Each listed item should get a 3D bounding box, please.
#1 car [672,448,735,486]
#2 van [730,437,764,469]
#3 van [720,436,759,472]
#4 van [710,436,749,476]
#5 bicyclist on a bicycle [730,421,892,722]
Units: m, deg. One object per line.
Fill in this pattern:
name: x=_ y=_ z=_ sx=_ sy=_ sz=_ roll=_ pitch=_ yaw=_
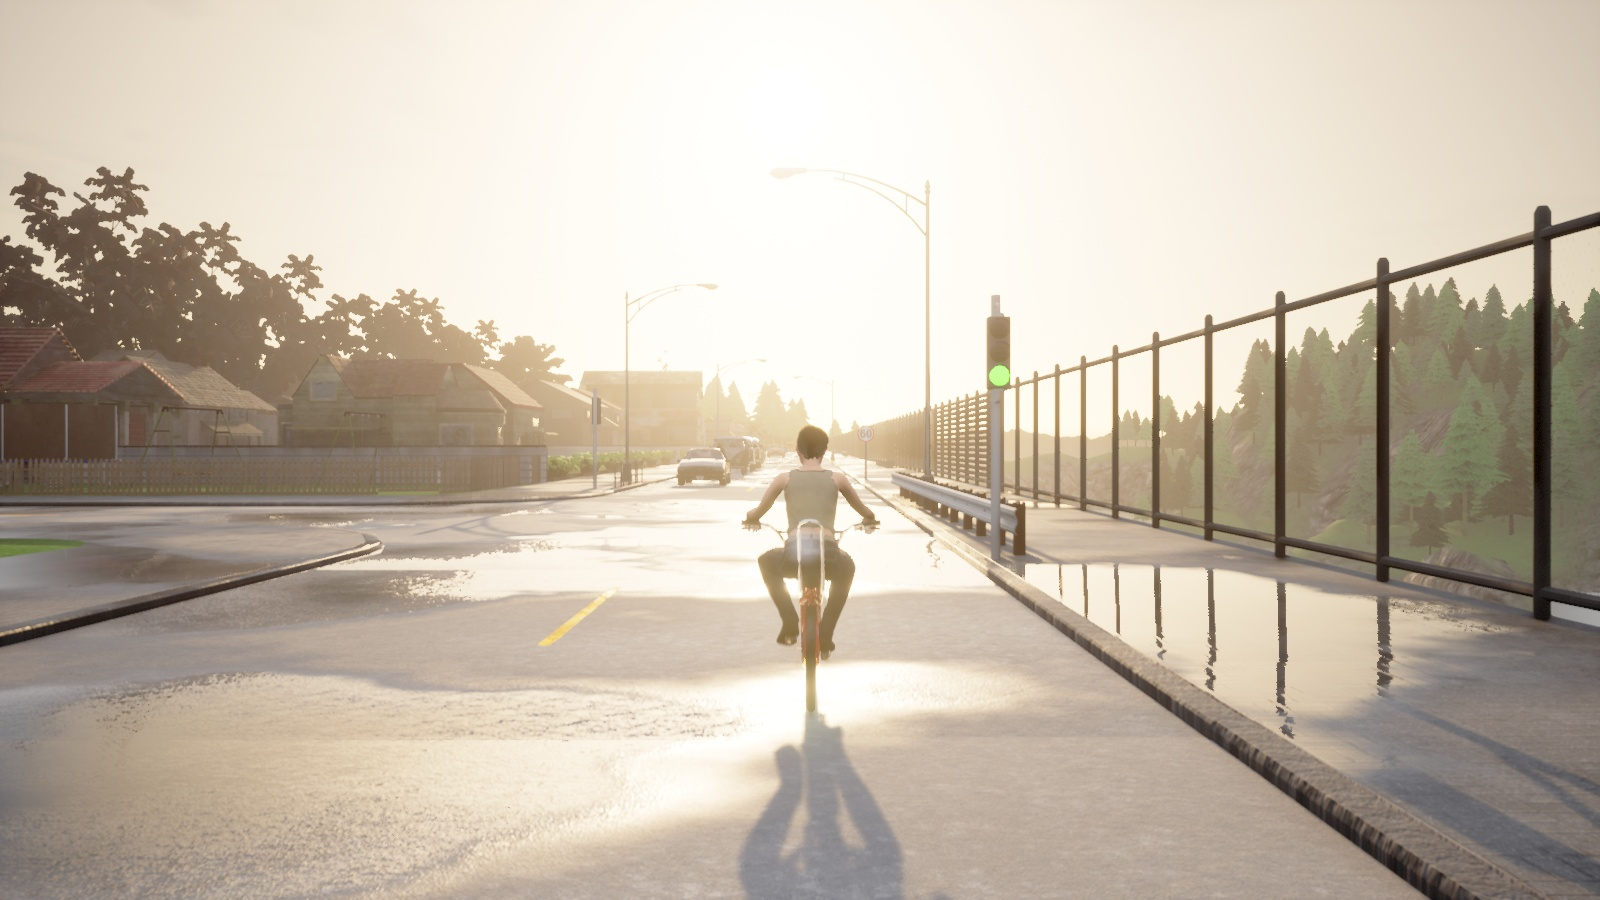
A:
car: x=-3.689 y=0.623 z=49.021 sx=2.033 sy=1.411 sz=5.357 roll=0 pitch=0 yaw=0
van: x=-3.489 y=0.183 z=83.043 sx=2.069 sy=2.038 sz=4.480 roll=0 pitch=0 yaw=0
van: x=-3.541 y=0.214 z=73.822 sx=2.069 sy=2.038 sz=4.480 roll=0 pitch=0 yaw=0
van: x=-3.596 y=0.275 z=64.635 sx=1.775 sy=1.987 sz=4.442 roll=0 pitch=0 yaw=0
bicyclist on a bicycle: x=0.063 y=0.658 z=7.500 sx=0.866 sy=1.612 sz=1.509 roll=0 pitch=-1 yaw=0
